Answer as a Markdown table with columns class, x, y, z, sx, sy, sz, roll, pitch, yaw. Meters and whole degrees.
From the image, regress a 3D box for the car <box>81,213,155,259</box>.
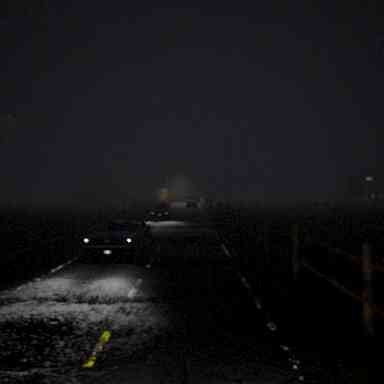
| class | x | y | z | sx | sy | sz | roll | pitch | yaw |
| --- | --- | --- | --- | --- | --- | --- | --- | --- | --- |
| car | -2.821 | 1.727 | 13.307 | 1.895 | 1.301 | 4.718 | 0 | -1 | 0 |

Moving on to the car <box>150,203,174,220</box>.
| class | x | y | z | sx | sy | sz | roll | pitch | yaw |
| --- | --- | --- | --- | --- | --- | --- | --- | --- | --- |
| car | -2.782 | 1.794 | 31.137 | 1.837 | 1.490 | 4.892 | 0 | -1 | 0 |

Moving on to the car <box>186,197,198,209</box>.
| class | x | y | z | sx | sy | sz | roll | pitch | yaw |
| --- | --- | --- | --- | --- | --- | --- | --- | --- | --- |
| car | -0.034 | 2.065 | 56.347 | 1.994 | 1.385 | 4.181 | 0 | 0 | 0 |
